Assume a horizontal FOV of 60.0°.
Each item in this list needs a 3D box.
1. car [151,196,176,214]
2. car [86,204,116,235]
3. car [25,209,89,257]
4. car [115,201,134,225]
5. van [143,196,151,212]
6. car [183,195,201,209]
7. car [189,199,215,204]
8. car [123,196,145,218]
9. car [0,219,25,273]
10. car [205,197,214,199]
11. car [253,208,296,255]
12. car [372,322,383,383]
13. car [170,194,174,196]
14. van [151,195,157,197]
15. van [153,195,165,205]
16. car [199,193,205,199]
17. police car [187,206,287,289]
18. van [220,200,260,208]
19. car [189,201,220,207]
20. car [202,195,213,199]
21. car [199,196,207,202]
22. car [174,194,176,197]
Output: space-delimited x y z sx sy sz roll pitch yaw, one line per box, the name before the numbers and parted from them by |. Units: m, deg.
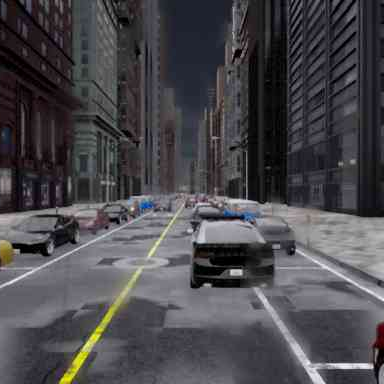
car | -3.109 1.516 36.338 1.837 1.490 4.892 0 0 0
car | -5.768 1.583 18.638 1.802 1.307 4.206 0 0 0
car | -5.767 1.566 13.001 1.947 1.339 4.313 0 0 0
car | -5.770 1.570 24.275 1.947 1.339 4.313 0 0 0
van | -5.774 1.352 35.548 1.690 1.788 3.998 0 0 0
car | 0.008 1.546 46.645 1.812 1.442 4.674 0 0 0
car | 0.843 1.531 25.204 1.812 1.442 4.674 0 0 0
car | -5.772 1.447 29.912 1.967 1.590 4.097 0 0 0
car | -5.765 1.525 7.195 1.752 1.417 4.829 0 0 0
car | 2.752 1.562 35.566 2.008 1.369 4.403 0 0 0
car | 2.758 1.551 13.021 2.008 1.369 4.403 0 0 0
car | 2.761 1.544 1.748 1.887 1.381 4.507 0 0 0
car | -5.784 1.600 75.004 1.887 1.381 4.507 0 0 0
van | -5.775 1.357 41.185 1.690 1.788 3.998 0 0 0
van | -5.779 1.373 58.093 1.690 1.788 3.998 0 0 0
car | 2.745 1.347 58.111 2.192 1.841 5.009 0 0 0
police car | 0.898 1.425 9.316 1.930 1.638 5.238 0 0 0
van | 2.756 1.343 18.657 1.690 1.788 3.998 0 0 0
car | 0.895 1.508 19.206 1.837 1.490 4.892 0 0 0
car | 2.749 1.565 46.838 1.887 1.381 4.507 0 0 0
car | 2.740 1.590 80.826 1.752 1.417 4.829 0 0 0
car | -5.787 1.639 86.277 1.947 1.339 4.313 0 0 0
